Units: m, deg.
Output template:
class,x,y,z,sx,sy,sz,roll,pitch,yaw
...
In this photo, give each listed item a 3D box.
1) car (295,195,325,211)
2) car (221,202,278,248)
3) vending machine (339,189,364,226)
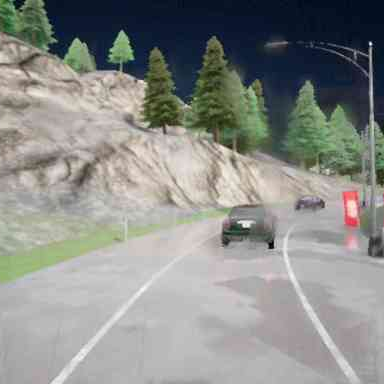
class,x,y,z,sx,sy,sz,roll,pitch,yaw
car,11.254,1.022,31.669,1.812,1.442,4.674,-2,1,36
car,2.675,1.272,14.772,2.097,1.767,4.553,-1,0,16
vending machine,9.417,0.930,19.663,1.100,2.100,0.880,-5,-5,24
